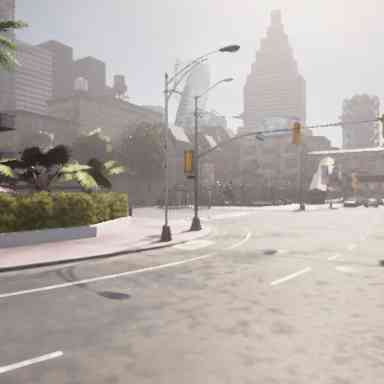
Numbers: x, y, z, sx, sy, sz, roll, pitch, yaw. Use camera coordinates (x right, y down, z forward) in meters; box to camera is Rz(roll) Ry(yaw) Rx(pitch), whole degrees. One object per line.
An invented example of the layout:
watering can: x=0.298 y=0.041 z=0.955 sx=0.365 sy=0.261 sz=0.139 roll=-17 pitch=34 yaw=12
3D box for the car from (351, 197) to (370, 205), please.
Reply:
car: x=35.157 y=1.802 z=69.334 sx=2.231 sy=1.521 sz=4.892 roll=0 pitch=0 yaw=41

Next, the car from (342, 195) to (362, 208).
car: x=26.185 y=1.733 z=54.658 sx=2.097 sy=1.535 sz=5.008 roll=0 pitch=0 yaw=31

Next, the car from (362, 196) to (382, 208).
car: x=28.975 y=1.740 z=53.731 sx=2.128 sy=1.511 sz=4.902 roll=0 pitch=0 yaw=32
